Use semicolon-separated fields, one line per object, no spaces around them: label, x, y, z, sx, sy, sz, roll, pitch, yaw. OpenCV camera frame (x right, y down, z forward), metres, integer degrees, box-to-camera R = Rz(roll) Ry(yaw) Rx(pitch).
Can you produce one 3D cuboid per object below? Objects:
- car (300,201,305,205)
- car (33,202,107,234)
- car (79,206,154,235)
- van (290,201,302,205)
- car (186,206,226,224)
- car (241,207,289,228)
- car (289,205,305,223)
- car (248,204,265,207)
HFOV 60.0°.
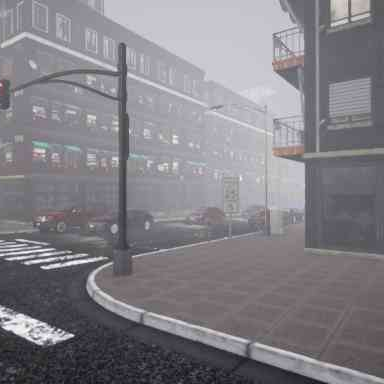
car;17.107;2.406;46.552;1.837;1.490;4.892;0;-2;35
car;-7.576;1.607;21.596;2.192;1.841;5.009;-1;-2;35
car;-4.489;1.817;21.455;1.837;1.490;4.892;0;-1;35
van;18.609;2.467;58.770;1.690;1.788;3.998;-2;-2;35
car;1.368;2.023;29.756;1.812;1.442;4.674;0;-1;35
car;5.830;2.050;26.126;1.802;1.307;4.206;-2;-2;35
car;9.104;2.122;30.774;2.008;1.369;4.403;-2;-2;35
car;7.346;2.192;38.231;1.837;1.490;4.892;0;-1;36
